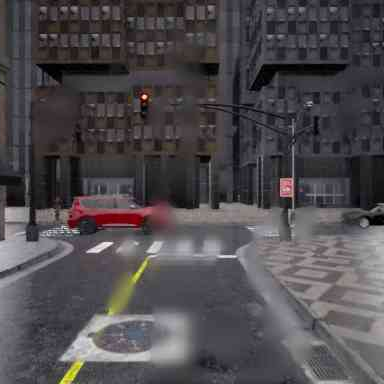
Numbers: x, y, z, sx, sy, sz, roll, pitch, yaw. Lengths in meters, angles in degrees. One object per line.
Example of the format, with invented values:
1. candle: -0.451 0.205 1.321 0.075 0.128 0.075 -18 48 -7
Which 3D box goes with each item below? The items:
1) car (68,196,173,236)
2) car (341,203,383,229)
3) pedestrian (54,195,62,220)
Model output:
1. car: -3.817 1.226 18.025 5.566 2.045 2.150 0 0 1
2. car: 12.058 1.458 21.032 5.008 1.535 1.882 0 0 1
3. pedestrian: -9.812 1.153 24.334 0.375 1.860 0.375 0 0 1
